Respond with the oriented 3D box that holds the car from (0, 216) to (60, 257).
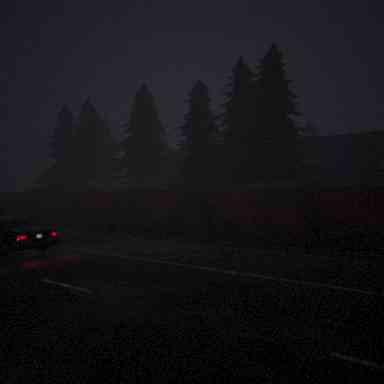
[{"bbox_3d":[-7.614,1.680,13.593,5.357,1.411,2.033,-1,0,36],"label":"car"}]
